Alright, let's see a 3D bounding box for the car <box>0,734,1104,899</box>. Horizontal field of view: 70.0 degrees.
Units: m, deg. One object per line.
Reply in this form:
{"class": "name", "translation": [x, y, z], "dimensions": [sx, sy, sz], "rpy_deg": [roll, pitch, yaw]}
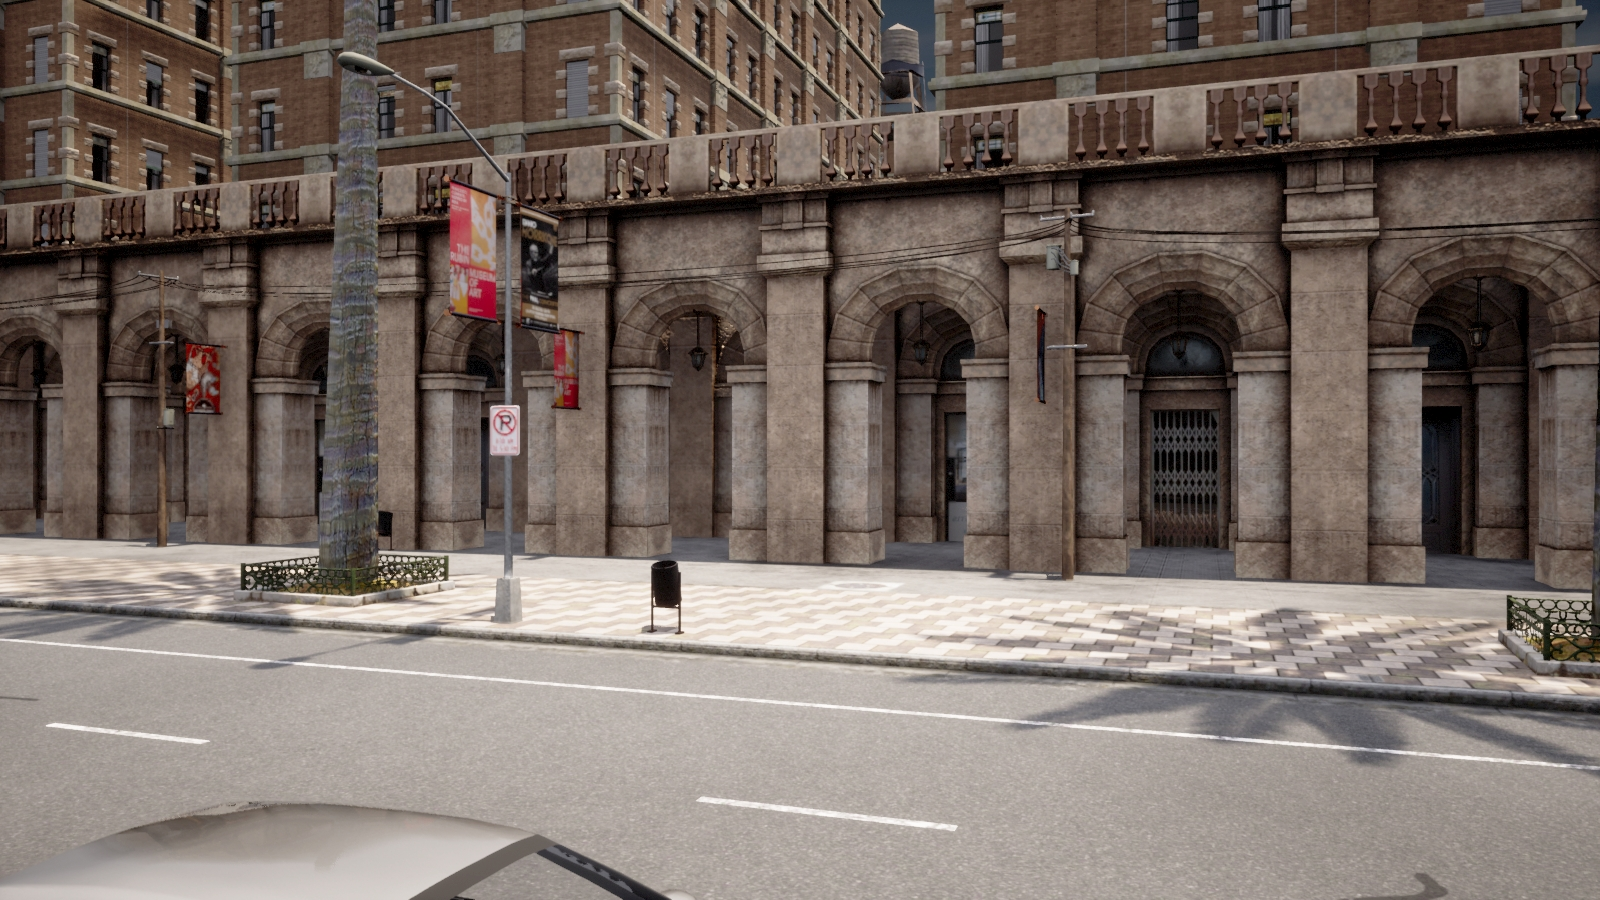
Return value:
{"class": "car", "translation": [-1.249, 2.067, 3.754], "dimensions": [4.193, 1.474, 1.816], "rpy_deg": [0, 0, 20]}
